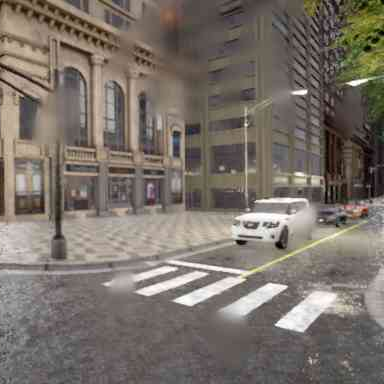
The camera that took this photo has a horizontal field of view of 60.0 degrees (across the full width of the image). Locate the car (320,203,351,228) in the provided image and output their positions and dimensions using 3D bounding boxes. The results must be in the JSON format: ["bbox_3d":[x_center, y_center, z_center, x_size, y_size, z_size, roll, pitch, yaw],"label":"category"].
[{"bbox_3d":[9.702,1.708,23.738,1.994,1.385,4.181,0,-1,35],"label":"car"}]

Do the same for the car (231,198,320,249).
[{"bbox_3d":[3.952,1.322,15.544,2.150,2.045,5.566,0,0,37],"label":"car"}]

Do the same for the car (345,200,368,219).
[{"bbox_3d":[15.489,1.541,31.917,2.097,1.767,4.553,0,0,35],"label":"car"}]
